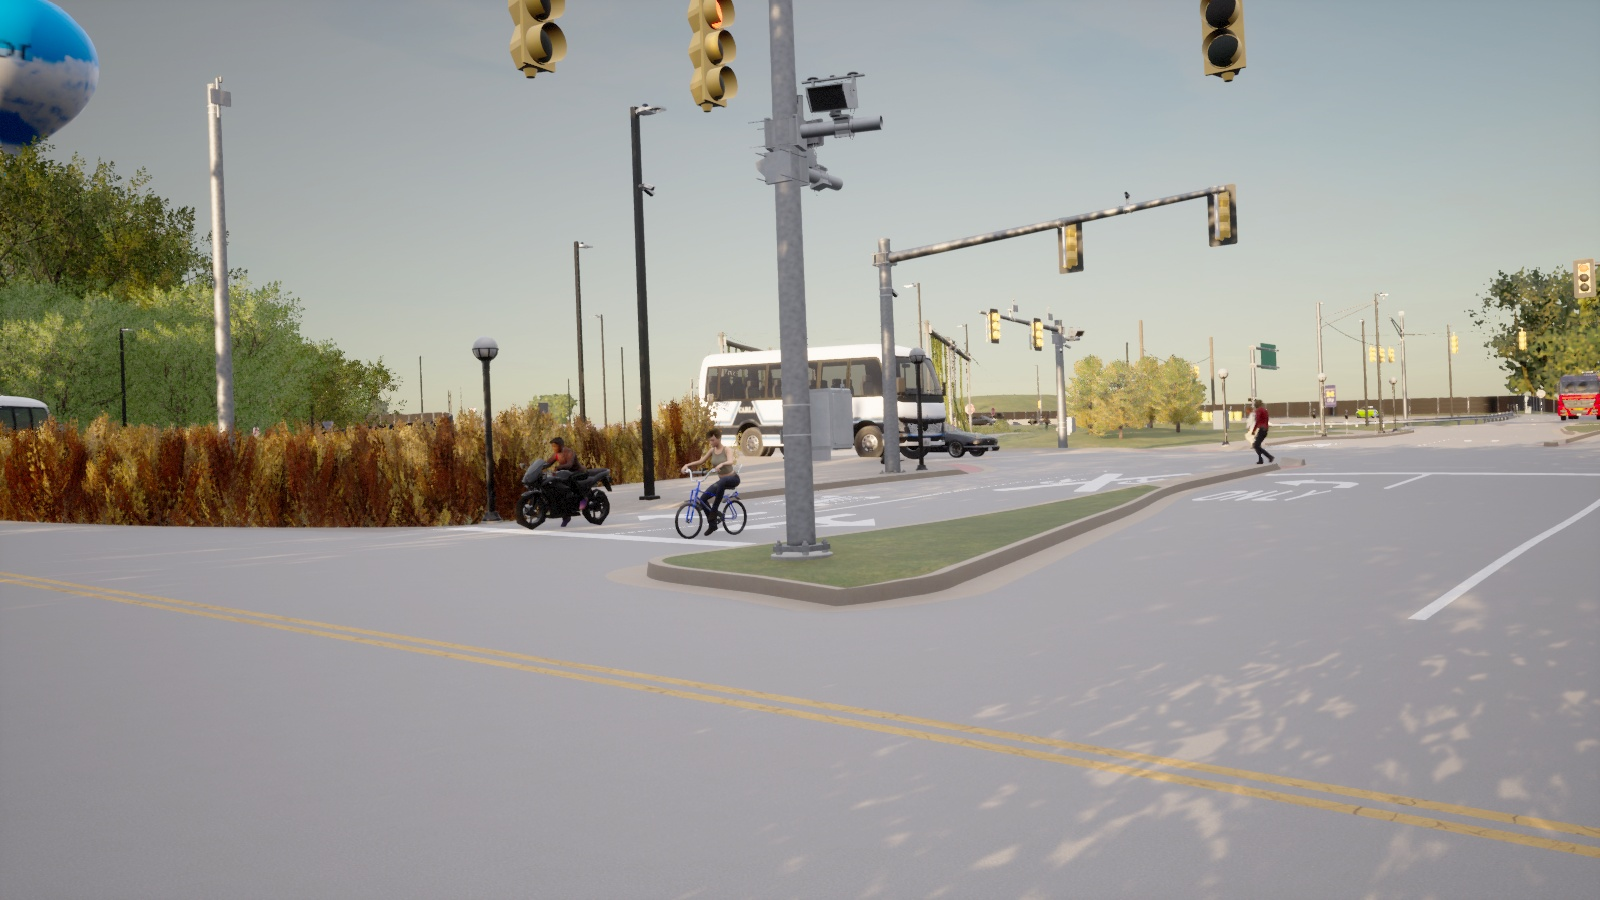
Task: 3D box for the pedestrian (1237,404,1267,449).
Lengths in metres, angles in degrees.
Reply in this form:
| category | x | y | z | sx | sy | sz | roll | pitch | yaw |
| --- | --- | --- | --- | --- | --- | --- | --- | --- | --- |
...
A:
| category | x | y | z | sx | sy | sz | roll | pitch | yaw |
| --- | --- | --- | --- | --- | --- | --- | --- | --- | --- |
| pedestrian | 19.144 | -1.013 | 53.204 | 0.900 | 1.855 | 0.874 | -3 | 0 | 40 |

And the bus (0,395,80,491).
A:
| category | x | y | z | sx | sy | sz | roll | pitch | yaw |
| --- | --- | --- | --- | --- | --- | --- | --- | --- | --- |
| bus | -37.638 | -0.236 | 57.110 | 3.944 | 4.253 | 10.273 | -3 | 1 | -2 |

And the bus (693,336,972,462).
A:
| category | x | y | z | sx | sy | sz | roll | pitch | yaw |
| --- | --- | --- | --- | --- | --- | --- | --- | --- | --- |
| bus | 1.020 | -1.757 | 47.452 | 10.273 | 4.253 | 3.944 | 0 | 1 | 41 |

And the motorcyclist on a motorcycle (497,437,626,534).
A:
| category | x | y | z | sx | sy | sz | roll | pitch | yaw |
| --- | --- | --- | --- | --- | --- | --- | --- | --- | --- |
| motorcyclist on a motorcycle | -3.961 | 0.558 | 20.982 | 0.797 | 1.523 | 2.044 | -1 | 0 | 39 |

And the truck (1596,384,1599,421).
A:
| category | x | y | z | sx | sy | sz | roll | pitch | yaw |
| --- | --- | --- | --- | --- | --- | --- | --- | --- | --- |
| truck | 55.341 | -3.215 | 81.821 | 5.204 | 2.467 | 2.627 | -2 | 0 | 8 |

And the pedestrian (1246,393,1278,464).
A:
| category | x | y | z | sx | sy | sz | roll | pitch | yaw |
| --- | --- | --- | --- | --- | --- | --- | --- | --- | --- |
| pedestrian | 12.152 | -0.559 | 33.017 | 0.636 | 1.846 | 0.331 | -3 | 0 | 44 |

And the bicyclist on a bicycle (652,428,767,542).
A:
| category | x | y | z | sx | sy | sz | roll | pitch | yaw |
| --- | --- | --- | --- | --- | --- | --- | --- | --- | --- |
| bicyclist on a bicycle | -1.330 | 0.497 | 18.664 | 0.866 | 1.612 | 1.509 | -1 | 0 | 41 |

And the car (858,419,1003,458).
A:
| category | x | y | z | sx | sy | sz | roll | pitch | yaw |
| --- | --- | --- | --- | --- | --- | --- | --- | --- | --- |
| car | 5.061 | -0.438 | 49.106 | 5.357 | 1.411 | 2.033 | 0 | 1 | 37 |
